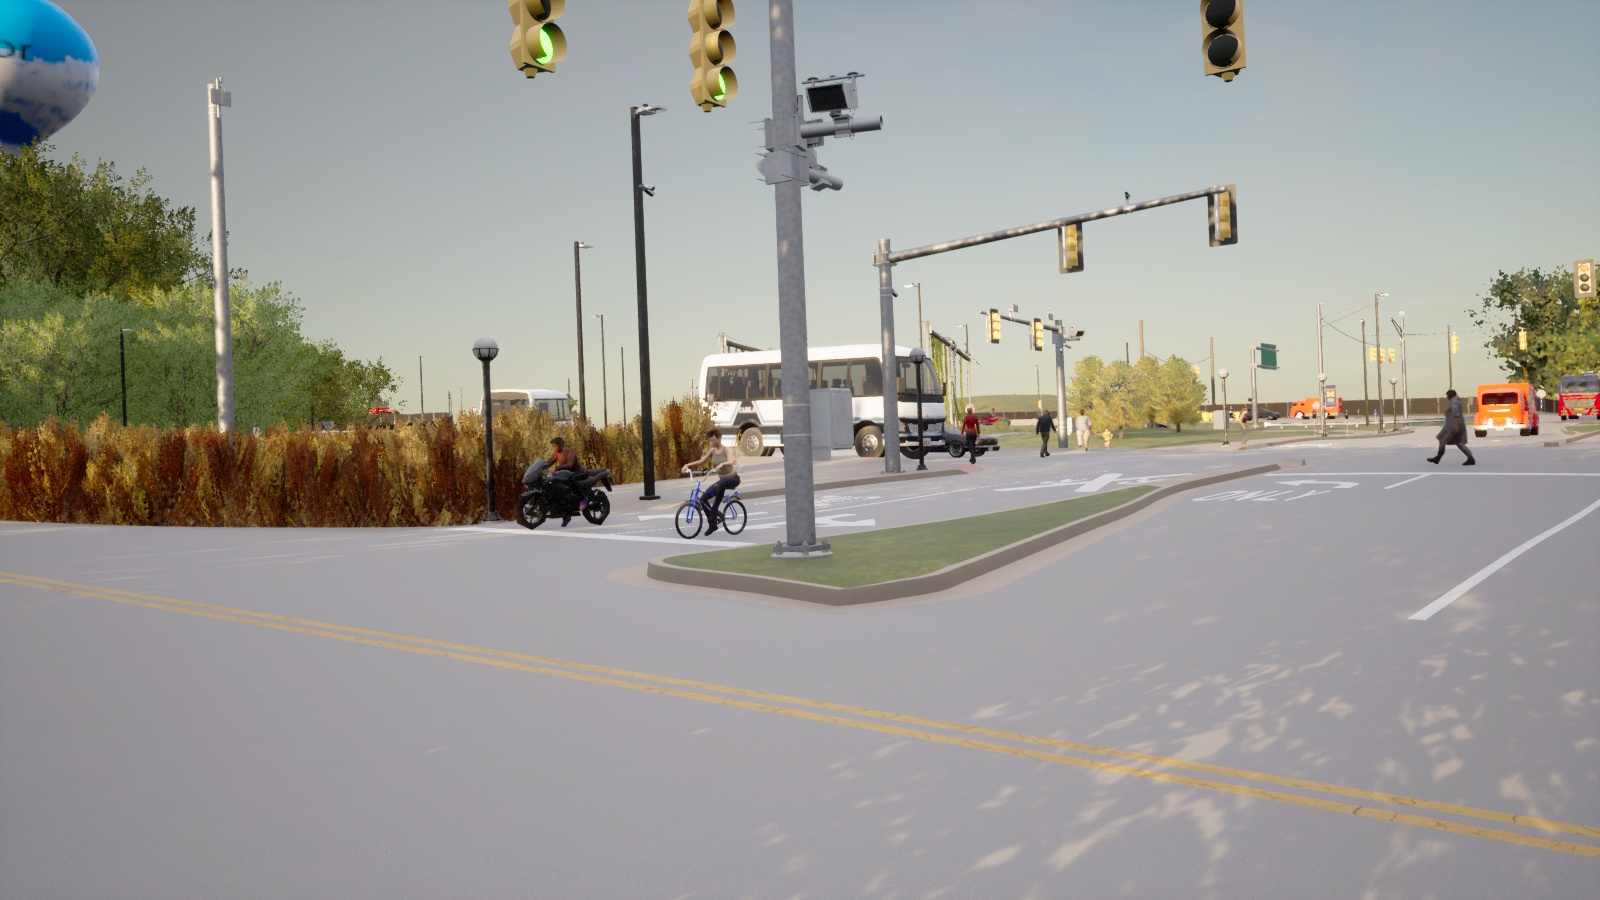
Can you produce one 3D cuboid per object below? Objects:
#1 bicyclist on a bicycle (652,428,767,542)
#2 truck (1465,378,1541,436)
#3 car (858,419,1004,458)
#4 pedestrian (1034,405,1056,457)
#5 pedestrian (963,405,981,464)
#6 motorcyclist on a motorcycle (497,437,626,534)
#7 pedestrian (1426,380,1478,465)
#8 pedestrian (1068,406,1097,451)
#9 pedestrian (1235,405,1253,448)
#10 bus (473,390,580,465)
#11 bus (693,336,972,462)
[{"bbox_3d":[-1.328,0.497,18.665,0.866,1.612,1.509,-1,0,41],"label":"bicyclist on a bicycle"},{"bbox_3d":[32.761,-1.994,58.447,2.627,2.467,5.204,-2,1,34],"label":"truck"},{"bbox_3d":[5.069,-0.436,49.106,5.357,1.411,2.033,0,1,37],"label":"car"},{"bbox_3d":[8.796,-0.685,45.081,0.402,1.842,0.726,-3,0,36],"label":"pedestrian"},{"bbox_3d":[5.436,-0.498,39.764,0.331,1.846,0.636,-2,0,-6],"label":"pedestrian"},{"bbox_3d":[-3.958,0.559,20.983,0.797,1.523,2.044,-1,0,39],"label":"motorcyclist on a motorcycle"},{"bbox_3d":[15.368,-0.636,29.597,0.873,1.952,0.659,-3,0,45],"label":"pedestrian"},{"bbox_3d":[12.106,-0.916,53.783,0.874,1.855,0.900,-3,0,32],"label":"pedestrian"},{"bbox_3d":[19.073,-1.008,53.952,0.594,1.836,0.345,-3,0,30],"label":"pedestrian"},{"bbox_3d":[-16.592,-1.512,77.222,3.944,4.253,10.273,-1,3,2],"label":"bus"},{"bbox_3d":[1.027,-1.755,47.453,10.273,4.253,3.944,0,1,41],"label":"bus"}]
